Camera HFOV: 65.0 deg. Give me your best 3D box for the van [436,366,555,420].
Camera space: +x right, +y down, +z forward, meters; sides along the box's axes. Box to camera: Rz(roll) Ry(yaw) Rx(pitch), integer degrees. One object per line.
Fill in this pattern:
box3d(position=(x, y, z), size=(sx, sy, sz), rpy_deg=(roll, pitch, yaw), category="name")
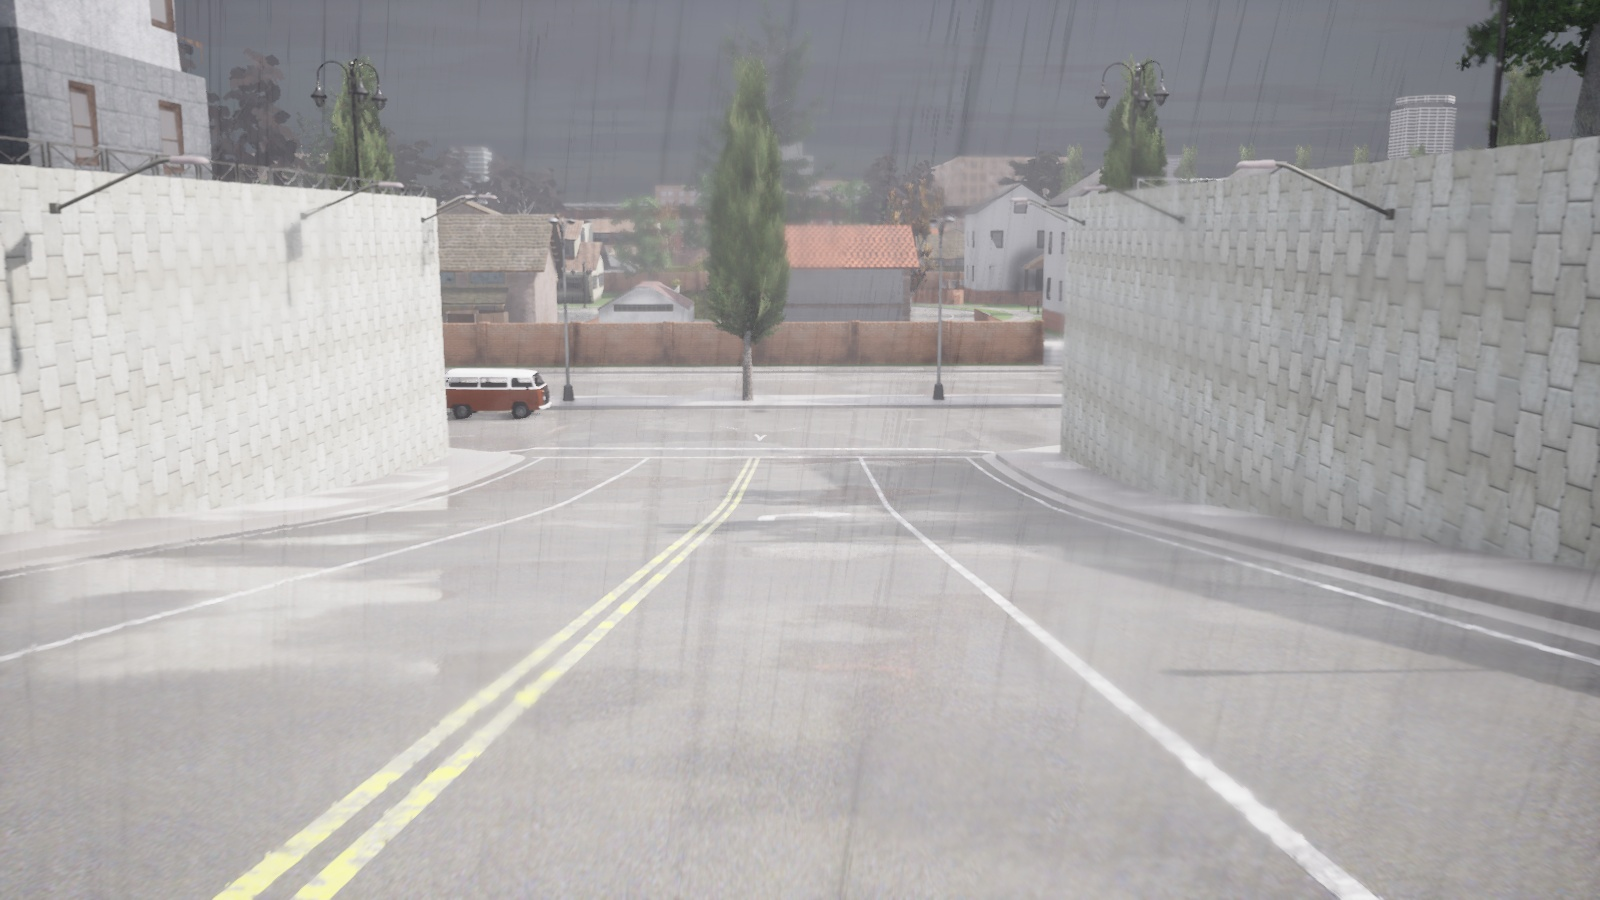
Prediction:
box3d(position=(-12.796, -2.427, 53.030), size=(4.480, 2.038, 2.069), rpy_deg=(0, 10, -1), category="van")
